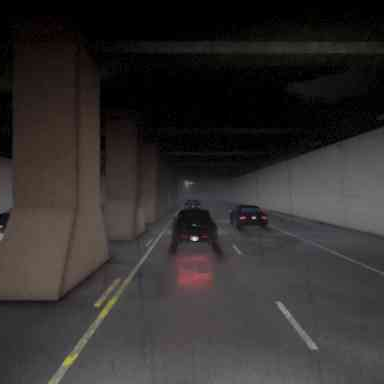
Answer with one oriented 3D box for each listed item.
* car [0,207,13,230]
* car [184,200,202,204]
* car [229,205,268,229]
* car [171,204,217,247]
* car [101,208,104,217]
[{"bbox_3d":[-10.603,1.553,21.188,2.033,1.411,5.357,0,0,0],"label":"car"},{"bbox_3d":[0.095,1.558,36.874,2.033,1.411,5.357,0,0,0],"label":"car"},{"bbox_3d":[3.597,1.554,21.868,2.033,1.411,5.357,0,0,0],"label":"car"},{"bbox_3d":[0.098,1.509,14.975,1.837,1.490,4.892,0,0,0],"label":"car"},{"bbox_3d":[-7.102,1.484,21.482,1.882,1.535,5.008,0,0,0],"label":"car"}]
